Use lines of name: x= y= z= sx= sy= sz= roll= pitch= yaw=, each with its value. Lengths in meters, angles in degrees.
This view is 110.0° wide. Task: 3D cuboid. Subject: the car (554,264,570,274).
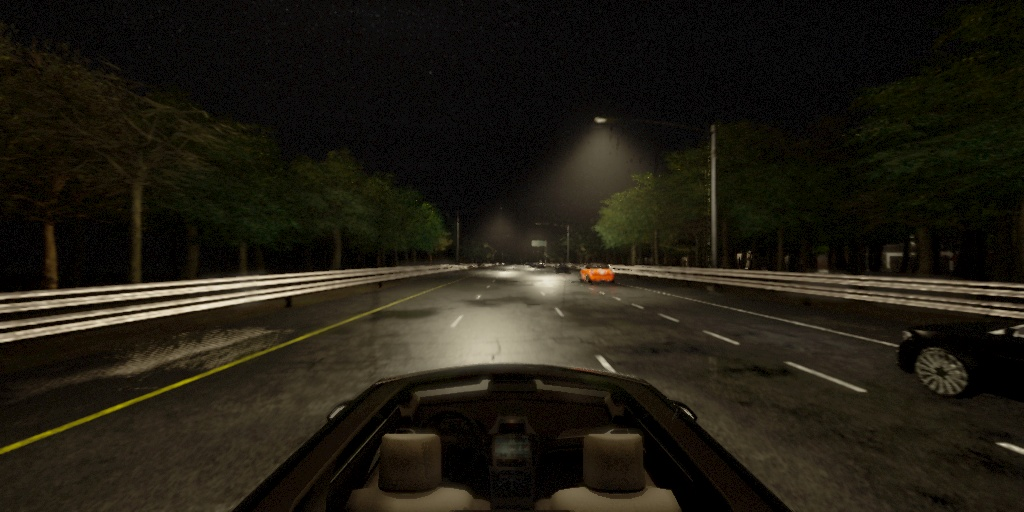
car: x=7.151 y=1.878 z=51.902 sx=2.128 sy=1.511 sz=4.902 roll=0 pitch=-1 yaw=0

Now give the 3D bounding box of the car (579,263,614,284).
car: x=7.052 y=1.382 z=30.215 sx=2.097 sy=1.767 sz=4.553 roll=0 pitch=-1 yaw=0

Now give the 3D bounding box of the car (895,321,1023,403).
car: x=7.002 y=1.255 z=3.634 sx=2.128 sy=1.511 sz=4.902 roll=0 pitch=0 yaw=0
